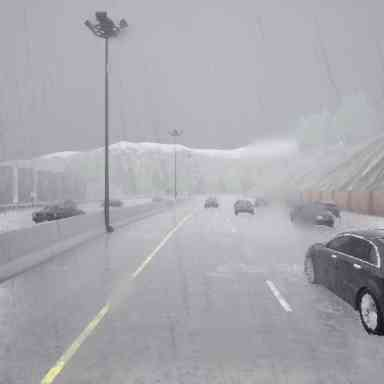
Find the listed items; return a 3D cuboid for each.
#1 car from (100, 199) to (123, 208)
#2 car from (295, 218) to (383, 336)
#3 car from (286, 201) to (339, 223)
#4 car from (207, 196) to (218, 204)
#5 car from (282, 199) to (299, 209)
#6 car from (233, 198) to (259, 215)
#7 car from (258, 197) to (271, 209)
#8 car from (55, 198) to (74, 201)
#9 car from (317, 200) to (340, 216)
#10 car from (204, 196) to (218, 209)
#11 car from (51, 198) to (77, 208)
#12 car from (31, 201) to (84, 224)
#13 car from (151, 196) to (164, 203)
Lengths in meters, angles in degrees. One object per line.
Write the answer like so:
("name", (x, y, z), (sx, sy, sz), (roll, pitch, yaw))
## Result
("car", (-11.431, 1.601, 47.308), (1.895, 1.301, 4.718), (0, 0, 4))
("car", (3.739, 1.503, 6.616), (1.837, 1.490, 4.892), (-1, 0, 2))
("car", (7.999, 1.563, 22.509), (1.994, 1.385, 4.181), (0, 0, 3))
("car", (3.947, 1.547, 64.207), (2.033, 1.411, 5.357), (0, 0, 4))
("car", (13.021, 1.564, 43.088), (1.994, 1.385, 4.181), (0, 0, 4))
("car", (5.302, 1.547, 34.370), (2.033, 1.411, 5.357), (0, 0, 5))
("car", (9.770, 1.488, 46.468), (2.128, 1.511, 4.902), (0, 0, 5))
("car", (-15.522, 1.547, 39.891), (2.033, 1.411, 5.357), (0, 0, 5))
("car", (12.057, 1.502, 30.653), (1.837, 1.490, 4.892), (0, -1, 4))
("car", (2.738, 1.601, 46.315), (1.895, 1.301, 4.718), (0, 0, 4))
("car", (-18.400, 1.564, 48.008), (1.994, 1.385, 4.181), (0, 0, 4))
("car", (-9.633, 1.601, 24.204), (1.895, 1.301, 4.718), (0, 0, 3))
("car", (-6.662, 1.563, 65.113), (1.994, 1.385, 4.181), (0, 0, 4))
